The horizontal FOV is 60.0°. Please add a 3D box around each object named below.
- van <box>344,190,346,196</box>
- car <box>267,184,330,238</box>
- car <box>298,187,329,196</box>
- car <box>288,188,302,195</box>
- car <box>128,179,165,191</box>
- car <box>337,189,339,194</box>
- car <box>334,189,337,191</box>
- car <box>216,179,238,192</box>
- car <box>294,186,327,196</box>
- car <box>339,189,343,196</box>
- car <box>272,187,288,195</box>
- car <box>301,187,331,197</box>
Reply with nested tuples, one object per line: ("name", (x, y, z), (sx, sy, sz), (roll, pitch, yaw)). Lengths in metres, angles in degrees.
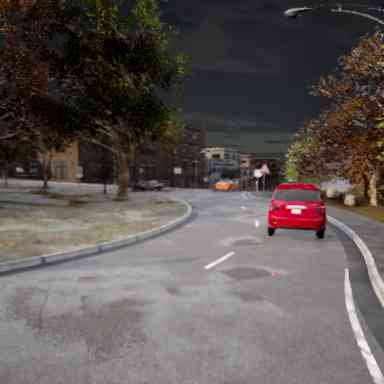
("van", (35.893, 0.145, 84.160), (4.442, 1.987, 1.878), (2, 1, 30))
("car", (4.544, 0.639, 14.680), (2.150, 2.045, 5.566), (2, 4, 16))
("car", (22.017, -0.079, 60.365), (5.008, 1.535, 2.097), (2, 0, 30))
("car", (22.345, -0.010, 72.008), (1.994, 1.385, 4.181), (2, 0, 30))
("car", (-5.989, -0.947, 43.591), (5.357, 1.411, 2.033), (3, 4, 37))
("car", (28.876, 0.063, 72.301), (4.553, 1.767, 2.185), (2, 0, 30))
("car", (25.989, 0.082, 67.613), (5.366, 1.575, 1.946), (2, 0, 30))
("car", (5.014, -0.950, 47.261), (2.097, 1.767, 4.553), (2, 0, 24))
("car", (20.640, -0.139, 57.980), (4.892, 1.521, 2.231), (2, 0, 30))
("car", (31.654, 0.310, 77.063), (4.674, 1.452, 2.002), (2, 0, 30))
("car", (19.327, -0.169, 73.273), (2.128, 1.511, 4.902), (2, 0, 30))
("car", (23.402, -0.018, 62.744), (4.892, 1.521, 2.231), (2, 0, 30))
